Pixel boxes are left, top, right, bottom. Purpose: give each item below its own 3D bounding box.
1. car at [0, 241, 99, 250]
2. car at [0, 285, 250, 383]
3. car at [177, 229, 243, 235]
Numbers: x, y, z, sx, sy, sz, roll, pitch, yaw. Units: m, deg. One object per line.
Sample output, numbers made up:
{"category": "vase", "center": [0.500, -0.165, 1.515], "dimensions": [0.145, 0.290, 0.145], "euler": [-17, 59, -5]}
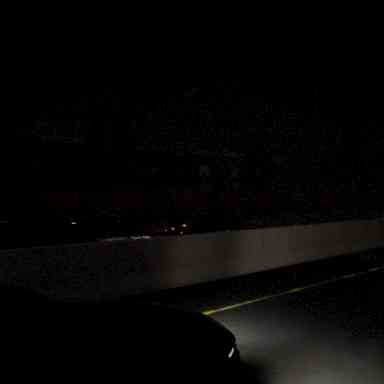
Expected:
{"category": "car", "center": [-5.053, 1.482, 8.987], "dimensions": [5.008, 1.535, 1.882], "euler": [0, 0, -36]}
{"category": "car", "center": [-1.633, 1.526, 2.582], "dimensions": [4.674, 1.442, 1.812], "euler": [0, 0, -36]}
{"category": "car", "center": [0.699, 1.621, 17.395], "dimensions": [4.181, 1.385, 1.994], "euler": [0, 0, -36]}
